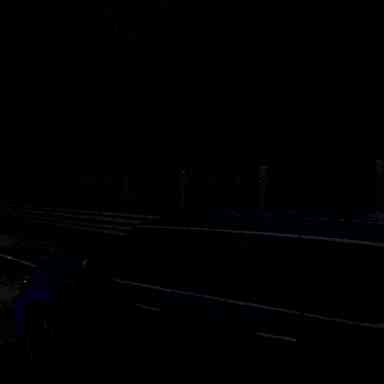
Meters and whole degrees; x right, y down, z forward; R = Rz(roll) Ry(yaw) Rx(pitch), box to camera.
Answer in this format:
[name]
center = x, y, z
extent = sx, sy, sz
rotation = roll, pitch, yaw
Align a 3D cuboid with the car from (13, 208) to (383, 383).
[car]
center = 0.314, 1.205, 3.650
extent = 5.566, 2.045, 2.150
rotation = 0, 0, 36
